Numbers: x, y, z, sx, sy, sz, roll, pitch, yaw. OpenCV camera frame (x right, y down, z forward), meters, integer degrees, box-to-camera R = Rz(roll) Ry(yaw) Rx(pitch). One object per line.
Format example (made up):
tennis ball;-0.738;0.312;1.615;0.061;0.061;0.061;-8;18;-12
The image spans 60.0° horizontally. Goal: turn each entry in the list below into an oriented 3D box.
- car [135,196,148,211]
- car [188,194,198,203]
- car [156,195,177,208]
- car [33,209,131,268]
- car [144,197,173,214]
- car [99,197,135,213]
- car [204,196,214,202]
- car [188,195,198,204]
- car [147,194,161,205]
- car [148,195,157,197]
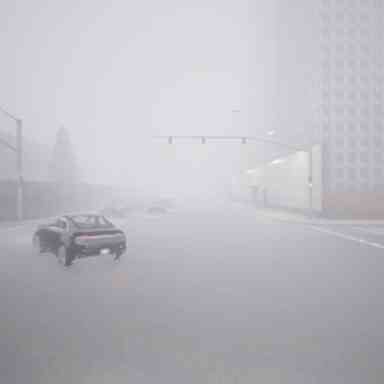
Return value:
car;-6.995;1.351;39.865;2.097;1.767;4.553;0;0;0
car;0.162;1.345;72.705;2.097;1.767;4.553;0;0;0
car;-3.466;1.501;45.245;1.837;1.490;4.892;0;0;1
car;-4.056;1.520;11.595;2.128;1.511;4.902;1;0;-39
car;-3.505;1.545;35.650;2.033;1.411;5.357;0;0;0
car;-7.074;1.352;31.041;2.097;1.767;4.553;0;0;2
car;3.662;1.513;72.574;2.128;1.511;4.902;0;0;0
car;0.140;1.483;62.533;2.128;1.511;4.902;0;0;0
car;-6.865;1.348;60.233;2.097;1.767;4.553;0;0;0
car;-6.917;1.349;49.983;2.097;1.767;4.553;0;0;1
